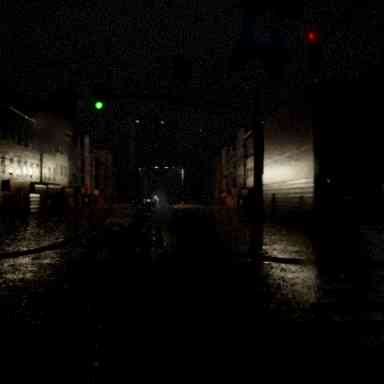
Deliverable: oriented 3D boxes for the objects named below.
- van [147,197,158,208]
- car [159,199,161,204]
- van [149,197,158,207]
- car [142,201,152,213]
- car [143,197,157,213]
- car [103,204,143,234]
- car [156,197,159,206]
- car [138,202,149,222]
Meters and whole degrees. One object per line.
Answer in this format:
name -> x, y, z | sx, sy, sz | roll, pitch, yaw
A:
van -> -7.096, 1.868, 59.622 | 1.690, 1.788, 3.998 | 1, -1, -4
car -> -6.692, 1.784, 54.032 | 2.192, 1.841, 5.009 | 1, -1, -4
van -> -7.500, 1.927, 65.212 | 1.690, 1.788, 3.998 | 1, -1, -4
car -> -5.081, 1.827, 31.666 | 1.802, 1.307, 4.206 | 1, -1, -4
car -> -5.887, 1.795, 42.849 | 1.967, 1.590, 4.097 | 1, -1, -4
car -> -4.261, 1.667, 20.317 | 1.752, 1.417, 4.829 | 1, -1, -4
car -> -6.290, 1.851, 48.439 | 1.967, 1.590, 4.097 | 1, -1, -4
car -> -4.677, 1.738, 26.076 | 1.887, 1.381, 4.507 | 1, -1, -4
